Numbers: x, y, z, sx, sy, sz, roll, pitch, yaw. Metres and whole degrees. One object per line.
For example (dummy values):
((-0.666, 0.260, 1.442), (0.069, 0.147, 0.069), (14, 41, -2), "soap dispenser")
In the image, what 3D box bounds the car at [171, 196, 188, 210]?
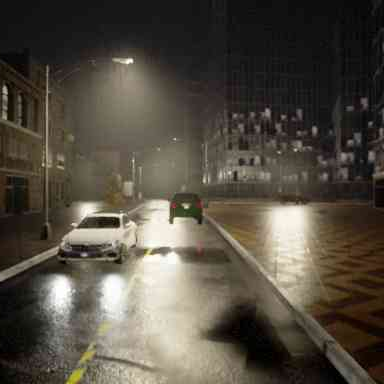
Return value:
((-1.477, 1.252, 38.605), (1.812, 1.442, 4.674), (0, 0, -3), "car")

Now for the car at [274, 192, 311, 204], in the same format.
((14.159, 0.850, 46.904), (5.009, 1.841, 2.192), (0, -1, 15), "car")

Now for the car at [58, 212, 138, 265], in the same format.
((-3.018, 1.443, 11.530), (1.812, 1.442, 4.674), (0, 0, -1), "car")

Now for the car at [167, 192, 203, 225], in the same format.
((-0.506, 1.050, 23.063), (2.150, 2.045, 5.566), (0, -1, -4), "car")
